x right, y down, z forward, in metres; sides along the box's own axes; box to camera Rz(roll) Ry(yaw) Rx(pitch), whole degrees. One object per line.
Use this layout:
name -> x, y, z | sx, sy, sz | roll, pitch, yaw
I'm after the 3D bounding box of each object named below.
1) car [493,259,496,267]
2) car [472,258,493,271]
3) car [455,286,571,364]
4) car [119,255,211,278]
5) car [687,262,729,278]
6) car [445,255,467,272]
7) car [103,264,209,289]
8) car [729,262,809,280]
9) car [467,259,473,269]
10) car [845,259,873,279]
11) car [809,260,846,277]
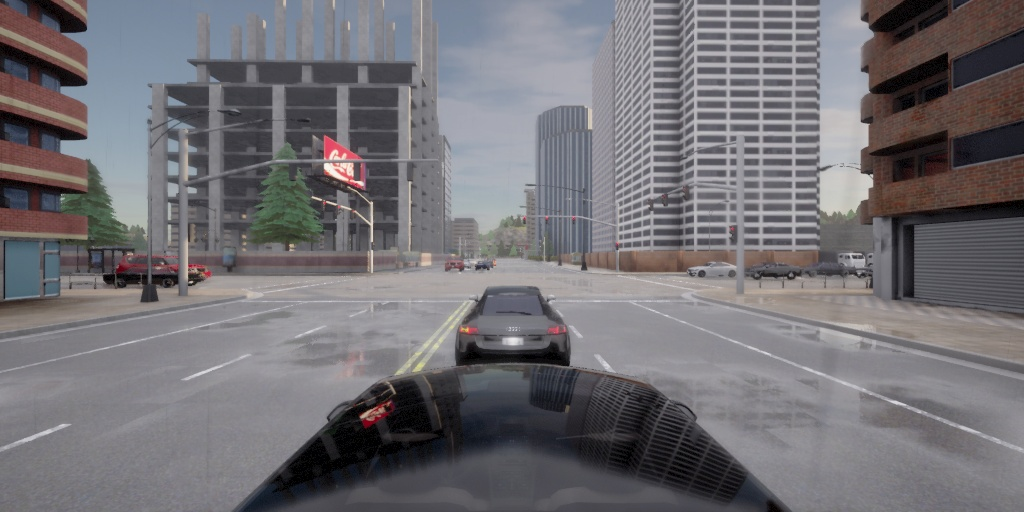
car -> -4.122, 1.314, 59.963 | 1.994, 1.385, 4.181 | 0, 0, 0
car -> -4.048, 1.351, 50.038 | 1.895, 1.301, 4.718 | 0, 0, -1
car -> 0.011, 1.314, 7.655 | 1.994, 1.385, 4.181 | 0, 0, 0
car -> -25.371, 0.964, 26.202 | 5.566, 2.045, 2.150 | 1, 0, -1
car -> 19.089, 1.276, 34.042 | 4.674, 1.442, 1.812 | 0, 0, -1
car -> -7.558, 0.971, 47.587 | 2.150, 2.045, 5.566 | 0, 0, -4
car -> -22.576, 1.351, 22.745 | 4.718, 1.301, 1.895 | 0, 0, -1
car -> 21.854, 1.241, 30.601 | 4.902, 1.511, 2.128 | 0, 0, -1
car -> -7.605, 1.275, 57.265 | 1.812, 1.442, 4.674 | 0, 0, 0
car -> 32.227, 1.241, 30.739 | 4.902, 1.511, 2.128 | 0, 0, -1
car -> 29.671, 1.297, 34.210 | 5.357, 1.411, 2.033 | 0, 0, -1
